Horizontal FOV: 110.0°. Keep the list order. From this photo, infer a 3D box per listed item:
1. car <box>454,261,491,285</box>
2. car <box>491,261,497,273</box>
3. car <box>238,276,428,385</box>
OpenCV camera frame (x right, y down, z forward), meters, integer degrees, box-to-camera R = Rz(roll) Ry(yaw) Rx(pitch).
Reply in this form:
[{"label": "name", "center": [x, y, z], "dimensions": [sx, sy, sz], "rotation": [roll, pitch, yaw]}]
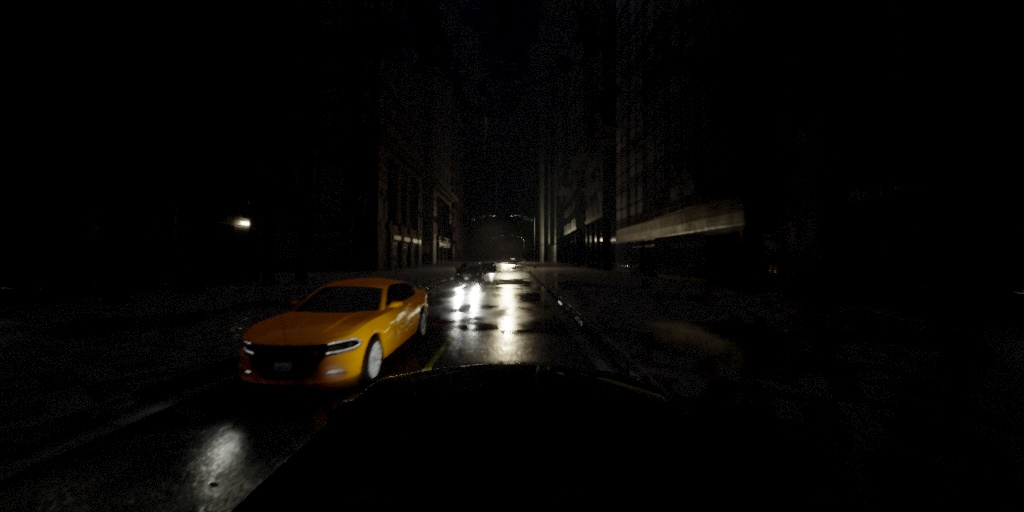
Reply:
[{"label": "car", "center": [-2.975, 1.207, 26.027], "dimensions": [2.128, 1.511, 4.902], "rotation": [0, 0, 1]}, {"label": "car", "center": [-2.890, 1.260, 42.738], "dimensions": [1.994, 1.385, 4.181], "rotation": [0, 0, 0]}, {"label": "car", "center": [-3.089, 1.214, 7.329], "dimensions": [1.882, 1.535, 5.008], "rotation": [0, 0, 0]}]
